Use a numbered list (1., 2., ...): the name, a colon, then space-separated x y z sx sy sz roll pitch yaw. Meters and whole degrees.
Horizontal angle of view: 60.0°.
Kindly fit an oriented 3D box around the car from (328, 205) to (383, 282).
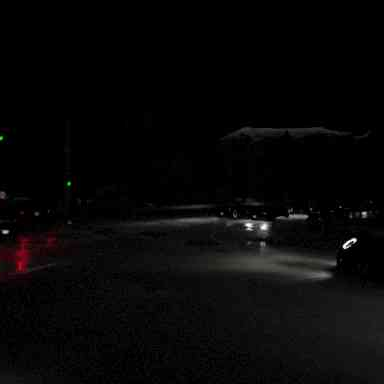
1. car: 6.097 1.351 8.240 4.553 1.767 2.097 0 0 36

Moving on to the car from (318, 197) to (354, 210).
1. car: 18.347 1.429 42.352 5.008 1.535 1.882 0 0 -35

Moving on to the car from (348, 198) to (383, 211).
1. car: 20.861 1.488 39.863 4.674 1.442 1.812 0 0 -35

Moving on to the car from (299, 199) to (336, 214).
1. car: 13.525 1.448 34.207 4.902 1.511 2.128 0 0 -40

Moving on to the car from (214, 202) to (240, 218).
1. car: 4.049 1.544 29.933 1.895 1.301 4.718 0 0 43

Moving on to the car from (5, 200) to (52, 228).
1. car: -10.538 1.283 20.112 4.553 1.767 2.097 0 0 35

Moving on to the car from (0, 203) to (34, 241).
1. car: -9.714 1.436 15.225 4.902 1.511 2.128 0 0 36

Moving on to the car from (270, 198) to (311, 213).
1. car: 10.811 1.423 36.458 5.008 1.535 1.882 0 0 -41

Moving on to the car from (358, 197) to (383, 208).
1. car: 25.908 1.464 47.126 4.892 1.490 1.837 0 0 -29

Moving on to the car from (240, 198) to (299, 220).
1. car: 6.532 1.502 27.549 2.033 1.411 5.357 0 0 41
